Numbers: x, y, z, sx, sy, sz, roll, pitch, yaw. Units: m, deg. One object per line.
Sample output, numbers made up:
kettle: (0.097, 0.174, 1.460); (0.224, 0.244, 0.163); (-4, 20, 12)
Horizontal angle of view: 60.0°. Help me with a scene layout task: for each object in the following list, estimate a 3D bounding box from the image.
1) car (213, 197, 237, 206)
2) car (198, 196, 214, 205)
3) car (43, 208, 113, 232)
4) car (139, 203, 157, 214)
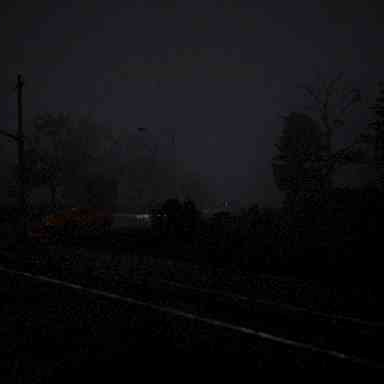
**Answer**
car: (6.160, 1.837, 57.822); (2.097, 1.767, 4.553); (-2, -2, 32)
car: (3.162, 1.769, 59.638); (2.150, 2.045, 5.566); (-2, -2, 32)
car: (-7.719, 1.828, 23.061); (1.882, 1.535, 5.008); (-2, -1, 34)
car: (-5.344, 2.291, 46.242); (1.837, 1.490, 4.892); (-2, -1, 32)
